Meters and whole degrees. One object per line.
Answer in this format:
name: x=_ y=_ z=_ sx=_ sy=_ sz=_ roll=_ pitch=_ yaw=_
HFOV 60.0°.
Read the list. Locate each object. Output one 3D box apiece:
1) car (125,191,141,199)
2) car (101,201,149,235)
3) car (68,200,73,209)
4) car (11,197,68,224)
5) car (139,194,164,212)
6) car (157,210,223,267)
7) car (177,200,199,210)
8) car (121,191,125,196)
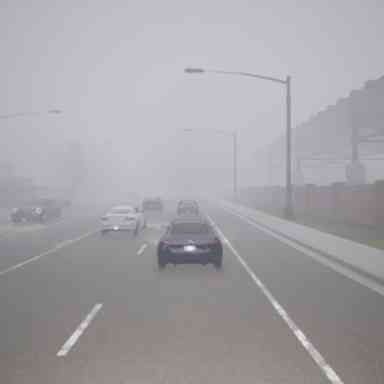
car: x=-11.517 y=0.516 z=67.030 sx=2.097 sy=1.767 sz=4.553 roll=0 pitch=1 yaw=-1
car: x=-3.668 y=1.457 z=18.238 sx=1.812 sy=1.442 sz=4.674 roll=0 pitch=1 yaw=-1
car: x=-14.636 y=1.270 z=36.161 sx=1.895 sy=1.301 sz=4.718 roll=0 pitch=1 yaw=-1
car: x=-10.948 y=1.218 z=23.807 sx=2.097 sy=1.767 sz=4.553 roll=0 pitch=1 yaw=-1
car: x=-3.910 y=1.174 z=34.045 sx=1.882 sy=1.535 sz=5.008 roll=0 pitch=1 yaw=-1
car: x=-0.079 y=1.549 z=11.401 sx=1.994 sy=1.385 sz=4.181 roll=0 pitch=0 yaw=-1
car: x=-0.363 y=1.347 z=30.836 sx=1.895 sy=1.301 sz=4.718 roll=0 pitch=1 yaw=-1
car: x=-15.163 y=0.366 z=76.887 sx=1.882 sy=1.535 sz=5.008 roll=0 pitch=1 yaw=-1
